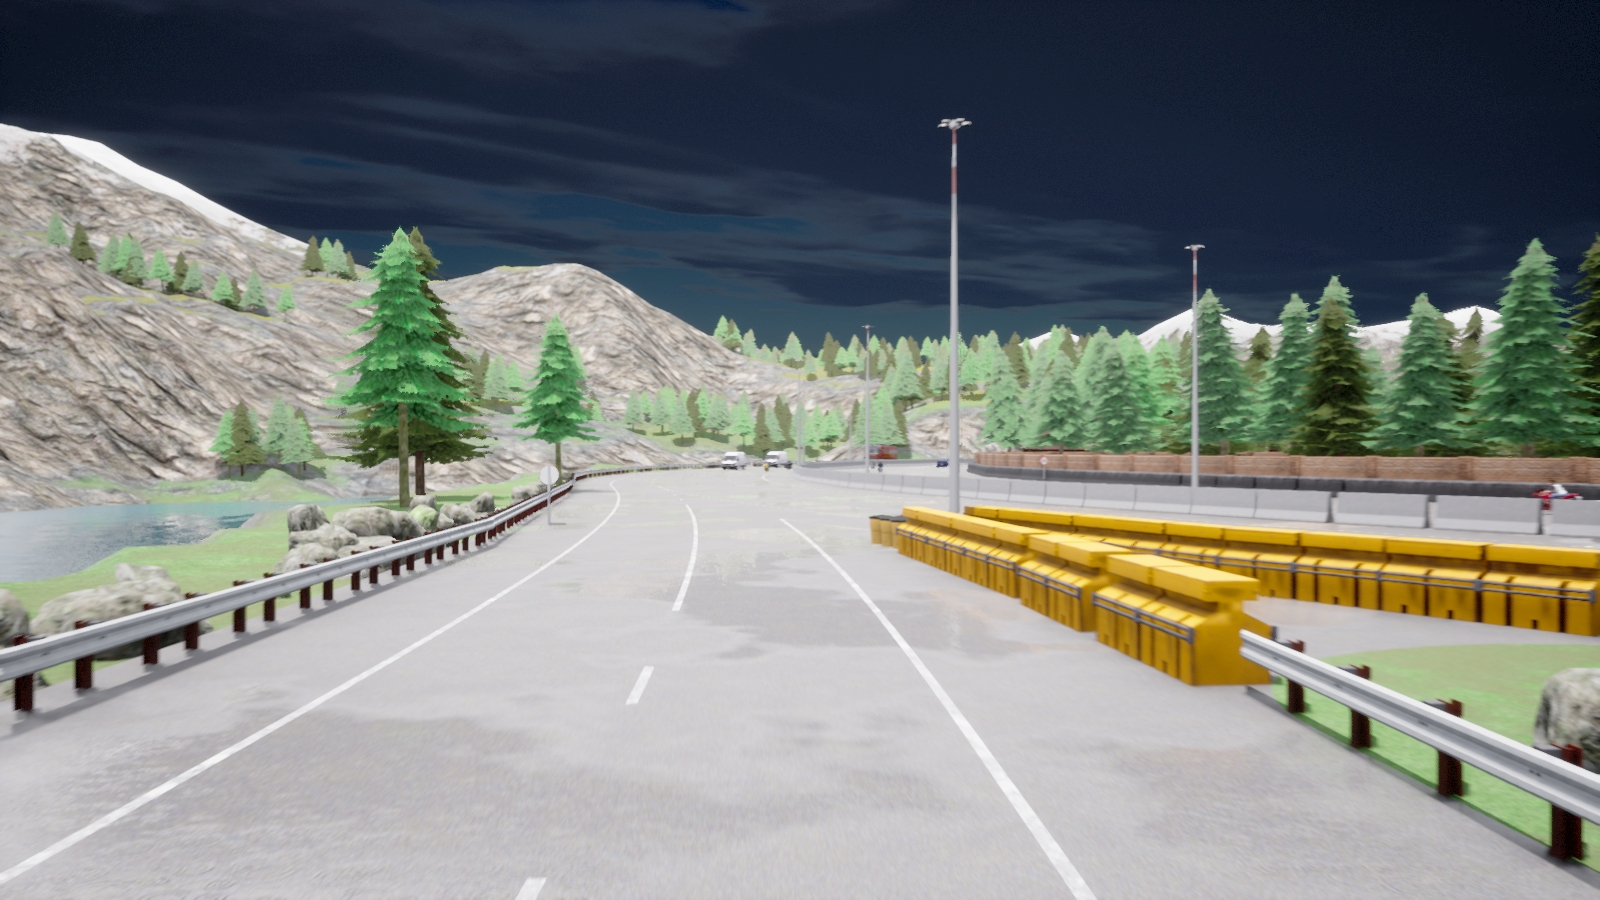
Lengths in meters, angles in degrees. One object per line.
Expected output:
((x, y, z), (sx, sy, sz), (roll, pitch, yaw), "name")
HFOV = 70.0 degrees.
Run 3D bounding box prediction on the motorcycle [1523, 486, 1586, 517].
((31.791, 2.160, 48.166), (0.803, 1.217, 2.033), (2, -1, -30), "motorcycle")
